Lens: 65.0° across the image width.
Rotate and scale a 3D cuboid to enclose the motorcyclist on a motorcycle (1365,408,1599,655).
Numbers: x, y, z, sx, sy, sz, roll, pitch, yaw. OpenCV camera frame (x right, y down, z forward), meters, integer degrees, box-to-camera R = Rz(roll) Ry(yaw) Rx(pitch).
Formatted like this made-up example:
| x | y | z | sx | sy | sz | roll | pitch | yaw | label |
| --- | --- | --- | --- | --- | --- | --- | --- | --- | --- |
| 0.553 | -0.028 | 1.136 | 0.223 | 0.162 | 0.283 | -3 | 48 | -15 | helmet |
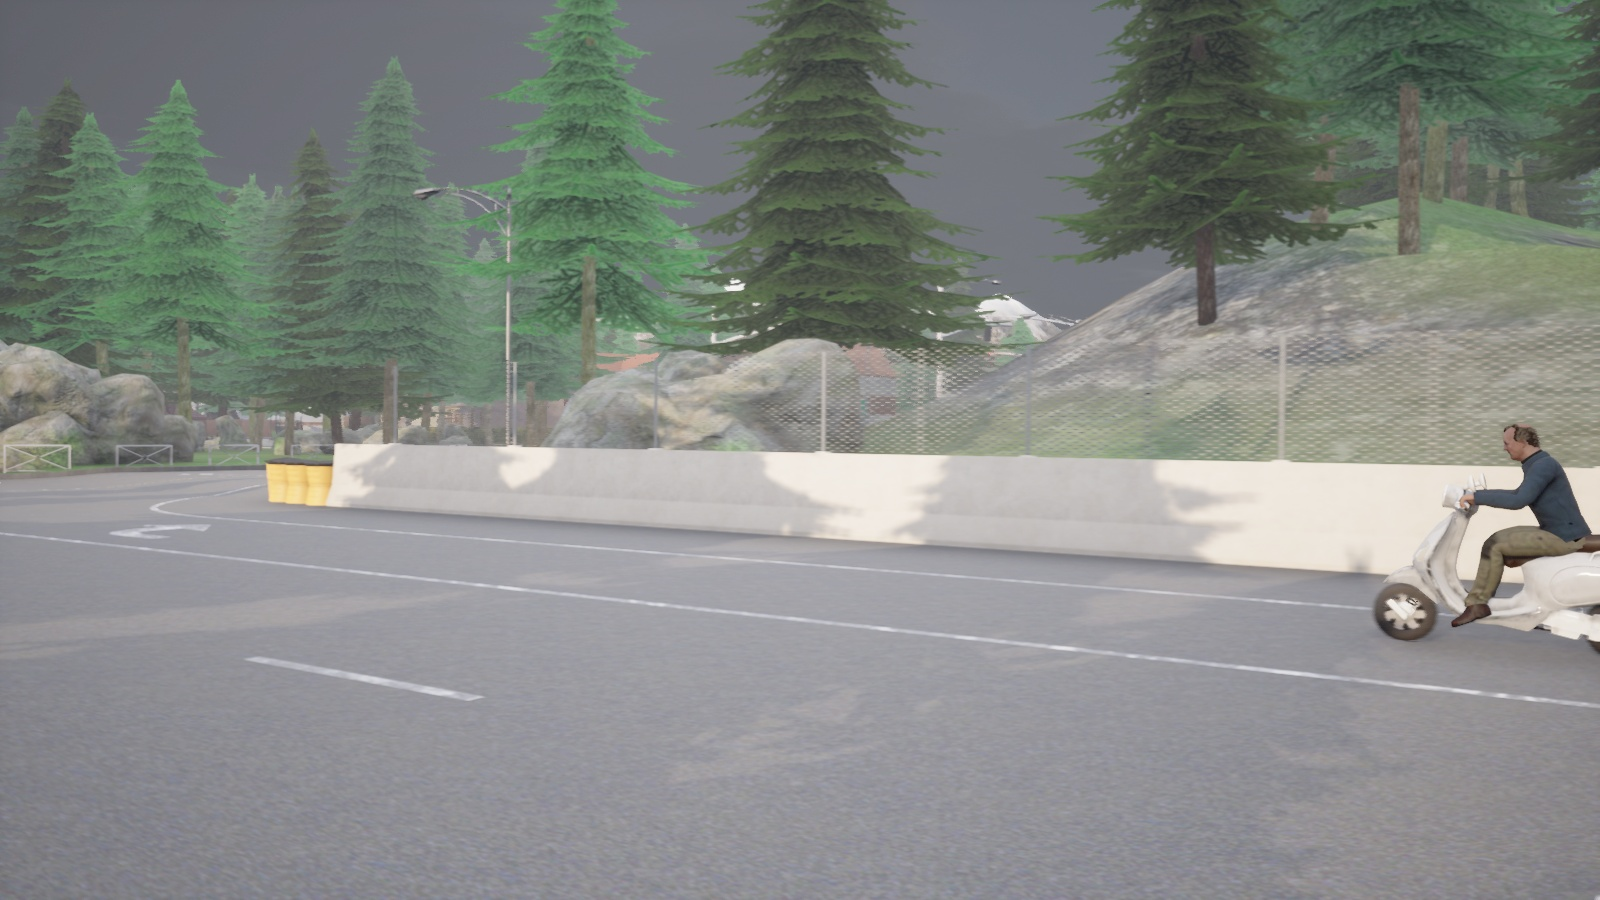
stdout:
| x | y | z | sx | sy | sz | roll | pitch | yaw | label |
| --- | --- | --- | --- | --- | --- | --- | --- | --- | --- |
| 4.986 | 0.521 | 8.713 | 1.817 | 1.590 | 0.866 | 0 | 1 | 34 | motorcyclist on a motorcycle |
